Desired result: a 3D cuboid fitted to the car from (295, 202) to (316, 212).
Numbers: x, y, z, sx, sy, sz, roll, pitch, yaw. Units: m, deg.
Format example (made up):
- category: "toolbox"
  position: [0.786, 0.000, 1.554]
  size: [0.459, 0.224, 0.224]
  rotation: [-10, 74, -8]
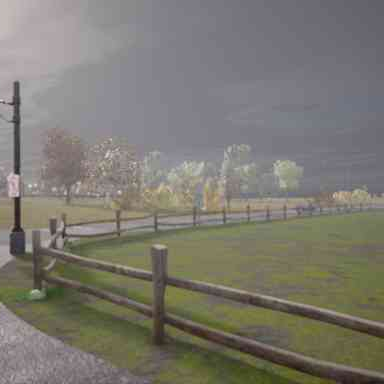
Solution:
- category: "car"
  position: [18.276, 2.365, 53.383]
  size: [2.033, 1.411, 5.357]
  rotation: [-1, -1, 40]
